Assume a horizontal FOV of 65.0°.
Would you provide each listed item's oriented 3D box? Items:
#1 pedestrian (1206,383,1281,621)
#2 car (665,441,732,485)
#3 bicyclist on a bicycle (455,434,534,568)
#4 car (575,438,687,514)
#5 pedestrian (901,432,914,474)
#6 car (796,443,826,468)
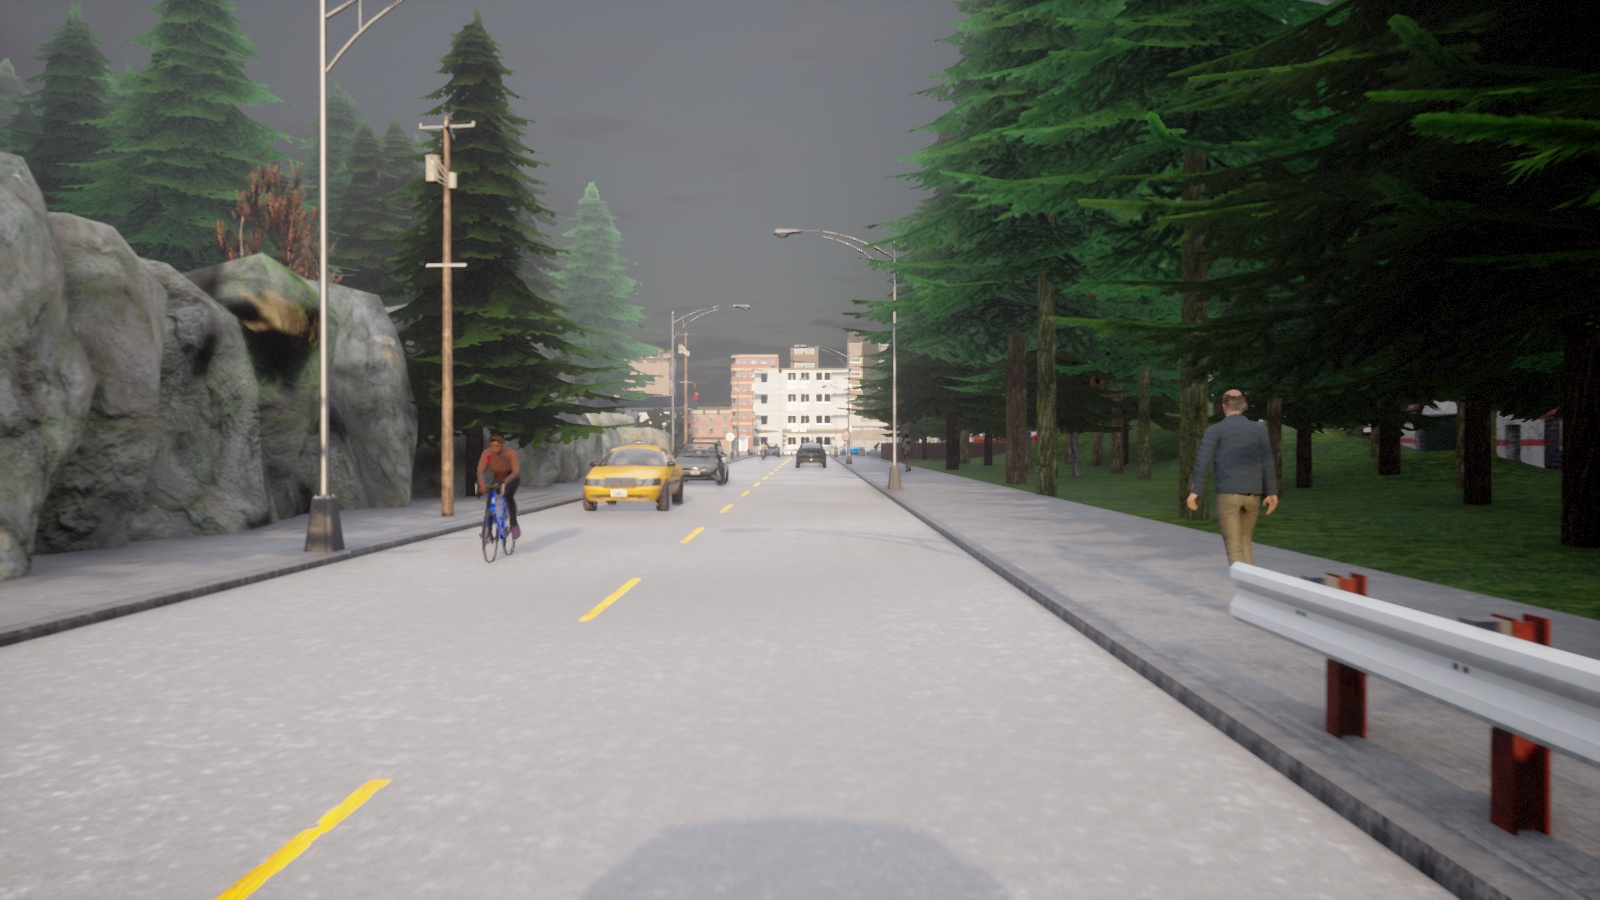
[{"bbox_3d":[3.564,0.402,10.118,0.402,1.842,0.726,0,0,6],"label":"pedestrian"},{"bbox_3d":[-3.599,0.435,45.343,2.007,1.525,4.514,0,0,0],"label":"car"},{"bbox_3d":[-3.854,0.606,15.936,0.582,1.620,1.656,0,1,1],"label":"bicyclist on a bicycle"},{"bbox_3d":[-3.743,0.519,28.762,1.801,1.575,5.366,0,0,0],"label":"car"},{"bbox_3d":[5.005,0.130,58.675,0.396,1.930,0.692,0,0,-16],"label":"pedestrian"},{"bbox_3d":[0.680,0.315,77.437,1.837,1.490,4.892,0,0,0],"label":"car"}]
